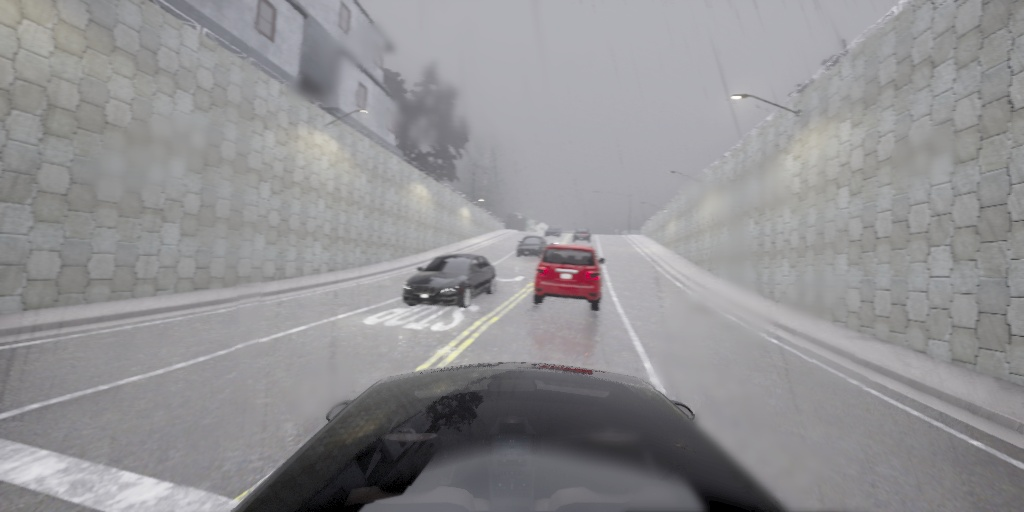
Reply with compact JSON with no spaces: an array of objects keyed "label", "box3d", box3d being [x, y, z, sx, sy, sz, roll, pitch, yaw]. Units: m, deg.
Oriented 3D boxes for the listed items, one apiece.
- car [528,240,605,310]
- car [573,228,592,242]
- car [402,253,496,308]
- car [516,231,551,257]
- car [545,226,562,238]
[{"label":"car","box3d":[2.191,0.597,13.301,2.150,2.045,5.566,4,3,12]},{"label":"car","box3d":[7.714,-2.369,39.390,2.128,1.511,4.902,3,9,12]},{"label":"car","box3d":[-1.845,0.701,11.972,1.837,1.490,4.892,2,3,12]},{"label":"car","box3d":[1.612,-0.845,28.284,1.882,1.535,5.008,3,9,12]},{"label":"car","box3d":[5.080,-2.967,44.100,1.895,1.301,4.718,3,9,12]}]
